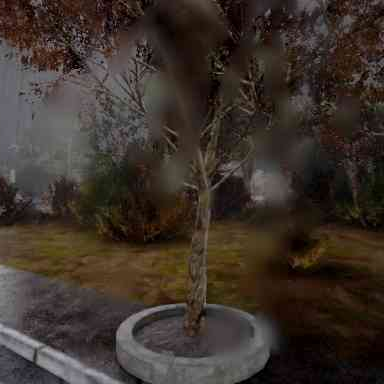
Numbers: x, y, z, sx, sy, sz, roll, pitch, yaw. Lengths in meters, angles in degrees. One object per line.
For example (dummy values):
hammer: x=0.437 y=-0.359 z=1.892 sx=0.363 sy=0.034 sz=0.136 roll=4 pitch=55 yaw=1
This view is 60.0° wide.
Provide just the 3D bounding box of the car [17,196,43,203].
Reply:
car: x=-22.035 y=1.206 z=44.858 sx=2.033 sy=1.411 sz=5.357 roll=1 pitch=0 yaw=32
